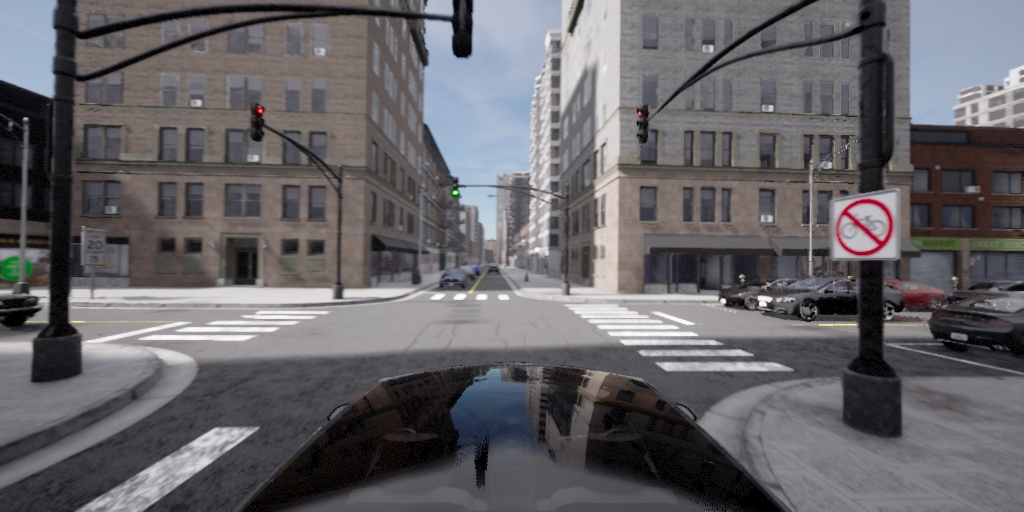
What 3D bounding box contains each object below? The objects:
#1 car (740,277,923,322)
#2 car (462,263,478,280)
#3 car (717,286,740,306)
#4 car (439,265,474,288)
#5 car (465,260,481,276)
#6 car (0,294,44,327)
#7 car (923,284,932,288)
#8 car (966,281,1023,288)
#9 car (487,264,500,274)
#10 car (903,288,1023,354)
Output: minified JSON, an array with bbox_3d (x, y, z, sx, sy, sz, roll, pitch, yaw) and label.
[{"bbox_3d":[11.774,1.559,13.470,4.902,1.511,2.128,1,-1,-3],"label":"car"},{"bbox_3d":[-4.847,1.733,37.544,1.812,1.442,4.674,1,-1,-3],"label":"car"},{"bbox_3d":[11.521,1.657,15.989,4.313,1.339,1.948,0,0,-3],"label":"car"},{"bbox_3d":[-4.305,1.609,27.271,2.033,1.411,5.357,1,-1,-3],"label":"car"},{"bbox_3d":[-5.382,1.581,47.867,2.150,2.045,5.566,1,-1,-3],"label":"car"},{"bbox_3d":[-15.176,1.256,9.025,4.718,1.301,1.895,1,-1,0],"label":"car"},{"bbox_3d":[17.194,1.752,16.302,4.207,1.307,1.802,0,0,-3],"label":"car"},{"bbox_3d":[21.131,1.702,13.983,4.892,1.490,1.837,1,-1,-3],"label":"car"},{"bbox_3d":[-2.883,2.025,56.196,1.837,1.490,4.892,1,-1,-3],"label":"car"},{"bbox_3d":[11.965,1.560,7.976,4.403,1.370,2.007,0,0,-3],"label":"car"}]
